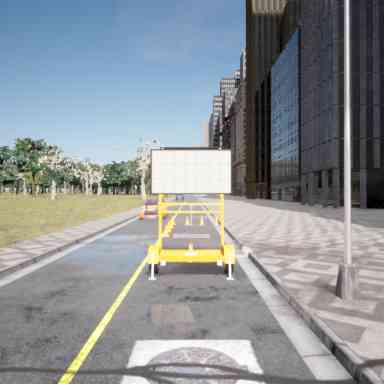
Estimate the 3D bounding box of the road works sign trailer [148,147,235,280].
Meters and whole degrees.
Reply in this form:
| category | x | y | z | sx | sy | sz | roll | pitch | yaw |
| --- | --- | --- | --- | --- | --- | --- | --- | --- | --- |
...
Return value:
| category | x | y | z | sx | sy | sz | roll | pitch | yaw |
| --- | --- | --- | --- | --- | --- | --- | --- | --- | --- |
| road works sign trailer | -0.020 | 0.466 | 9.933 | 2.380 | 3.560 | 2.880 | 0 | 0 | 0 |

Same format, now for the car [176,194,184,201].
| category | x | y | z | sx | sy | sz | roll | pitch | yaw |
| --- | --- | --- | --- | --- | --- | --- | --- | --- | --- |
| car | -3.181 | 1.257 | 88.179 | 2.150 | 2.045 | 5.566 | 0 | 0 | 0 |

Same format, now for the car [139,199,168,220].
| category | x | y | z | sx | sy | sz | roll | pitch | yaw |
| --- | --- | --- | --- | --- | --- | --- | --- | --- | --- |
| car | -3.158 | 1.360 | 27.989 | 2.097 | 1.767 | 4.553 | 0 | 0 | 0 |
